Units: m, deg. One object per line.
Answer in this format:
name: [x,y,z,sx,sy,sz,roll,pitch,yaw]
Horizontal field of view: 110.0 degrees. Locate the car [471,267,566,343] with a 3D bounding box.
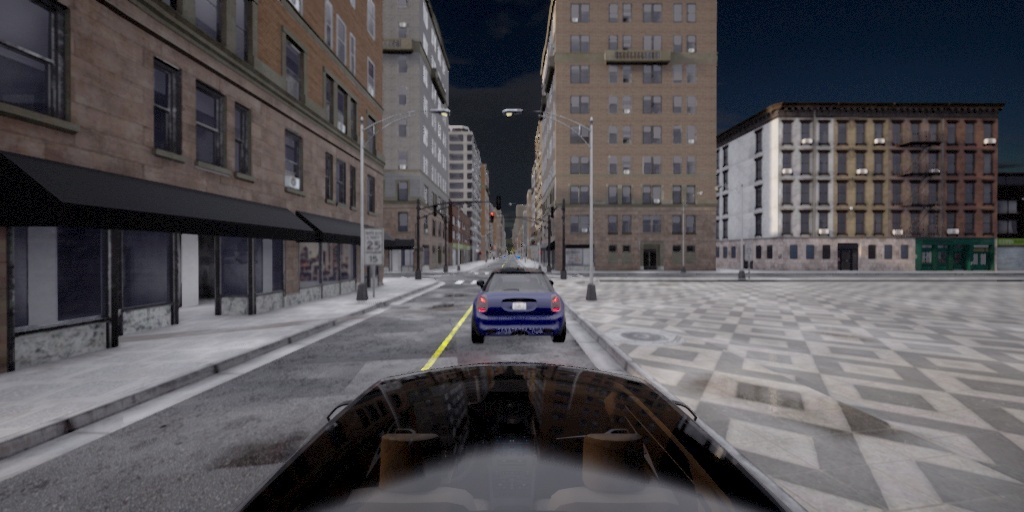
car: [0.100,1.070,9.713,2.097,1.767,4.553,0,0,-1]
